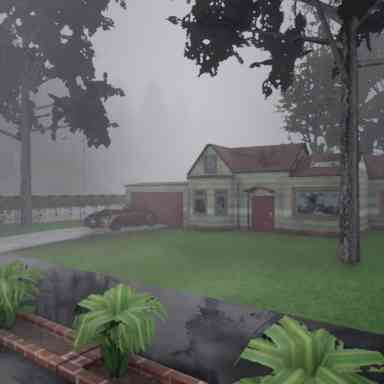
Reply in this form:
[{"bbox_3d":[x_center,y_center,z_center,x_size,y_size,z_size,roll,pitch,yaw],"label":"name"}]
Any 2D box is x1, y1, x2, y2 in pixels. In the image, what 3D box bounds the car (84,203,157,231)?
[{"bbox_3d":[-3.823,1.312,18.352,1.994,1.381,4.181,0,0,35],"label":"car"}]
